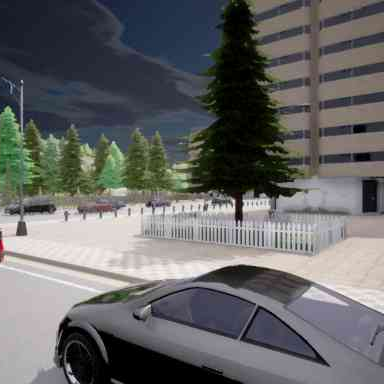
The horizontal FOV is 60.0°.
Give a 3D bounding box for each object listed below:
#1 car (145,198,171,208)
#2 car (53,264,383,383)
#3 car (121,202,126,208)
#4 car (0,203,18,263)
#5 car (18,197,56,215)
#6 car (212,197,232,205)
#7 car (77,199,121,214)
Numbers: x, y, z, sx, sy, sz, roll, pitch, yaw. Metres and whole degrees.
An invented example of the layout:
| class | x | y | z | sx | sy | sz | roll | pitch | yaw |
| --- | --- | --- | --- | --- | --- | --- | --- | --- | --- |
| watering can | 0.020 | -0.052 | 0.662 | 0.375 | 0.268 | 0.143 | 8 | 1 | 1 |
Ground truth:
| class | x | y | z | sx | sy | sz | roll | pitch | yaw |
| --- | --- | --- | --- | --- | --- | --- | --- | --- | --- |
| car | -4.964 | 1.564 | 49.384 | 1.994 | 1.385 | 4.181 | 0 | 0 | 36 |
| car | 0.339 | 1.564 | 3.749 | 4.181 | 1.385 | 1.994 | 0 | 0 | 35 |
| car | -10.652 | 1.547 | 41.412 | 2.033 | 1.411 | 5.357 | 0 | 0 | 35 |
| car | -7.352 | 1.221 | 9.179 | 5.566 | 2.045 | 2.150 | 0 | 0 | 36 |
| car | -16.226 | 1.352 | 33.574 | 2.097 | 1.767 | 4.553 | 0 | 0 | 35 |
| car | 5.365 | 1.507 | 57.549 | 1.837 | 1.490 | 4.892 | 0 | 1 | 35 |
| car | -10.148 | 1.564 | 35.741 | 1.994 | 1.385 | 4.181 | 0 | 0 | 35 |
